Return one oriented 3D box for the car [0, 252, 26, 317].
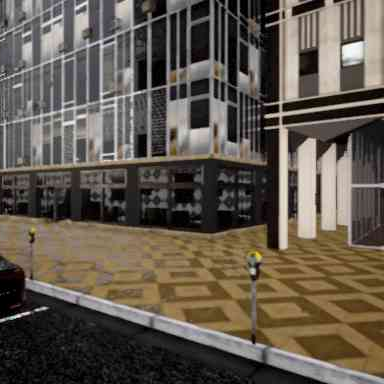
[{"bbox_3d":[-4.879,1.579,6.351,4.313,1.339,1.947,0,0,36],"label":"car"}]
